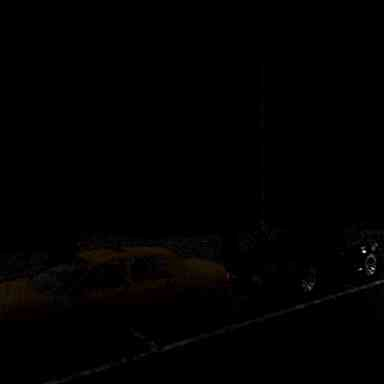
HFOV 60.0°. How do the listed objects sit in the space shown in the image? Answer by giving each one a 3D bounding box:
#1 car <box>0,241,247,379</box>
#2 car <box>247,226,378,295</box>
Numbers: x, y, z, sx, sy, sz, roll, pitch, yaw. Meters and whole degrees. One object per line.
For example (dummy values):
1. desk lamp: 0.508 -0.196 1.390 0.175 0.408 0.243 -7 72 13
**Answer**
1. car: -1.496 1.538 5.468 4.829 1.417 1.752 0 -1 -35
2. car: 3.246 1.618 8.840 4.313 1.339 1.947 0 -1 -35
